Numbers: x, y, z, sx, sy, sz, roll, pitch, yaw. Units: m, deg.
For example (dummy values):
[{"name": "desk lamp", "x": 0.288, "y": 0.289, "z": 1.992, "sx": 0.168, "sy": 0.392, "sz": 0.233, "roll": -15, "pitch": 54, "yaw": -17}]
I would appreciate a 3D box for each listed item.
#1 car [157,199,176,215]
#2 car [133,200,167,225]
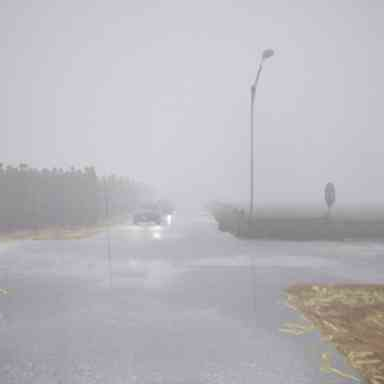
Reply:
[{"name": "car", "x": -3.156, "y": 1.515, "z": 36.308, "sx": 2.097, "sy": 1.767, "sz": 4.553, "roll": 0, "pitch": 0, "yaw": 0}, {"name": "car", "x": -3.172, "y": 1.571, "z": 24.754, "sx": 1.837, "sy": 1.490, "sz": 4.892, "roll": 0, "pitch": -1, "yaw": 0}]
